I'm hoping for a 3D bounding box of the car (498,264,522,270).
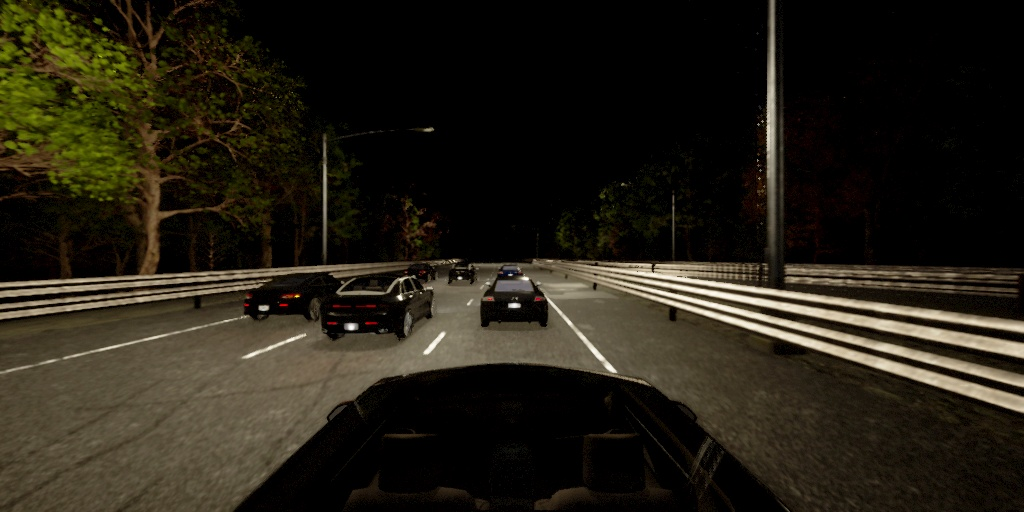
[{"bbox_3d":[-0.141,1.336,27.701,1.994,1.385,4.181,0,0,-1],"label":"car"}]

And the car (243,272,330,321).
[{"bbox_3d":[-6.950,1.283,12.317,1.812,1.442,4.674,0,0,0],"label":"car"}]

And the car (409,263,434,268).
[{"bbox_3d":[-7.149,1.301,28.140,1.812,1.442,4.674,0,0,-1],"label":"car"}]

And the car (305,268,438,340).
[{"bbox_3d":[-3.436,1.259,10.059,1.837,1.490,4.892,0,0,0],"label":"car"}]

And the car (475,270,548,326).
[{"bbox_3d":[0.054,1.319,11.734,1.994,1.385,4.181,0,0,0],"label":"car"}]

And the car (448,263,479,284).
[{"bbox_3d":[-3.630,1.277,27.134,1.837,1.490,4.892,0,0,-1],"label":"car"}]
